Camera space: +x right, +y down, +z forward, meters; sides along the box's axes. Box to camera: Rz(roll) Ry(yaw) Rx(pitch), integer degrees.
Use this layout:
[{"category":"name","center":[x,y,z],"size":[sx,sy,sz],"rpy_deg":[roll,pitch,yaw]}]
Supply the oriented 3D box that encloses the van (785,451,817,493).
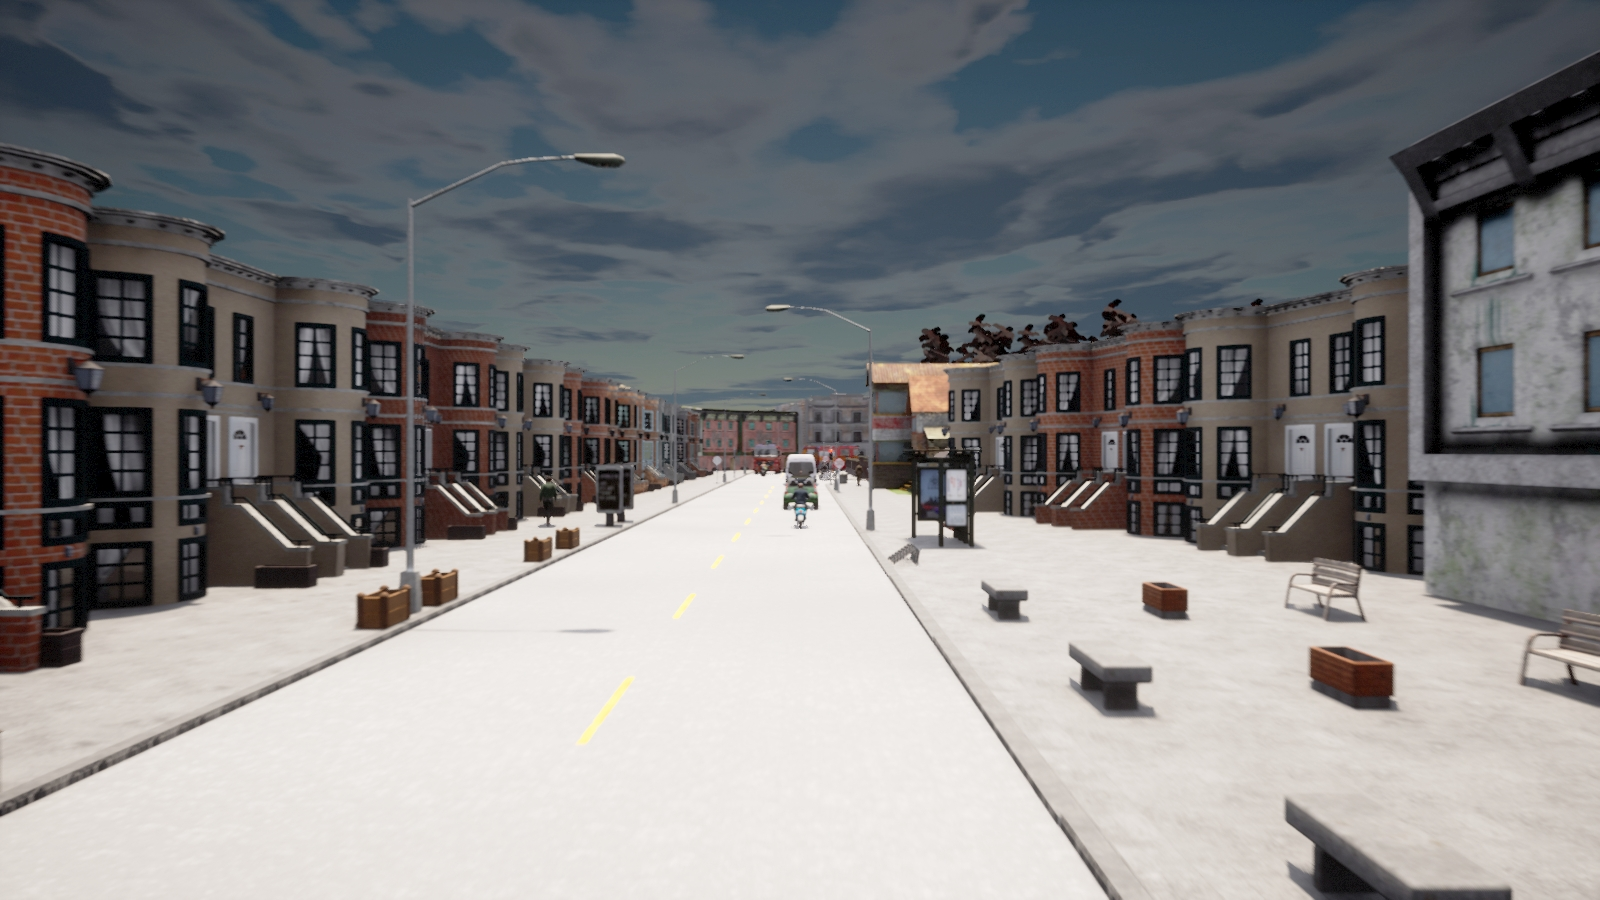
[{"category":"van","center":[0.056,1.367,72.984],"size":[1.988,2.561,5.915],"rpy_deg":[0,0,0]}]

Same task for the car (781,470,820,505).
[{"category":"car","center":[0.042,1.820,56.372],"size":[1.851,1.617,3.988],"rpy_deg":[0,0,0]}]

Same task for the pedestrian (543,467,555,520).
[{"category":"pedestrian","center":[-8.957,1.554,40.717],"size":[0.375,1.860,0.375],"rpy_deg":[0,0,-7]}]
